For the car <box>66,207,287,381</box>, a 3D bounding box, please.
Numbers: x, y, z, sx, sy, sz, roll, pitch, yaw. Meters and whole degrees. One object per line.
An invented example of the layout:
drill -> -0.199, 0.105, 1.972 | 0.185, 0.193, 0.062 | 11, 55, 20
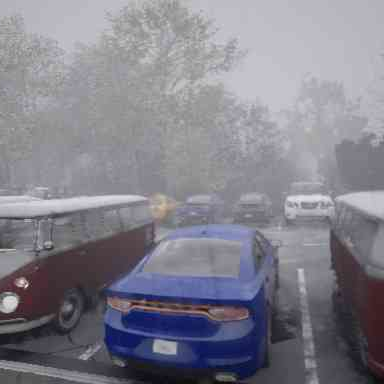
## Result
car -> 0.429, 1.288, 5.651 | 2.097, 1.535, 5.008 | -1, 2, 17

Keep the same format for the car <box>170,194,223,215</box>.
car -> 0.752, 0.833, 19.189 | 2.097, 1.535, 5.008 | -1, 2, 17

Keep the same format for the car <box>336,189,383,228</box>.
car -> 8.738, 0.703, 16.828 | 2.097, 1.535, 5.008 | -1, 2, 17

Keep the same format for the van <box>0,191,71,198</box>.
van -> -4.919, 1.141, 7.357 | 1.878, 1.987, 4.442 | -1, 2, 17

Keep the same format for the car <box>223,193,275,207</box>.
car -> 3.415, 0.792, 18.398 | 2.231, 1.521, 4.892 | -1, 2, 17

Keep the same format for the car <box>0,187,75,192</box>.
car -> -9.907, 0.720, 22.318 | 2.435, 2.045, 5.566 | -1, 2, 17

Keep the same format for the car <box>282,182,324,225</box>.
car -> 6.061, 0.497, 17.578 | 2.435, 2.045, 5.566 | -1, 2, 17

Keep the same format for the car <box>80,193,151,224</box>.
car -> -4.573, 0.941, 20.746 | 2.163, 1.488, 4.792 | -1, 2, 17

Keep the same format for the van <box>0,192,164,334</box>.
van -> -2.299, 1.111, 6.336 | 1.878, 1.987, 4.442 | -1, 2, 17

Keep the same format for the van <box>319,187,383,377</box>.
van -> 3.145, 1.014, 4.963 | 1.878, 1.987, 4.442 | -1, 2, 17

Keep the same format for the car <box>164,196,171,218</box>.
car -> -1.856, 0.862, 20.161 | 1.946, 1.575, 5.366 | -1, 2, 17
